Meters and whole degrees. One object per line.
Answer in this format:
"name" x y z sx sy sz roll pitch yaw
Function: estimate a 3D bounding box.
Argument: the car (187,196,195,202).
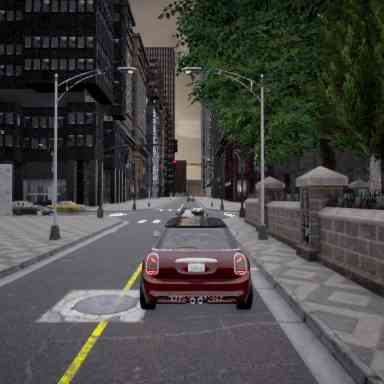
"car" -0.279 1.725 81.310 1.812 1.442 4.674 0 0 0

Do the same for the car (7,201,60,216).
"car" -14.741 1.517 30.046 4.403 1.369 2.008 0 -1 0

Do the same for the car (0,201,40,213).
"car" -20.245 1.707 38.581 4.403 1.369 2.008 0 -1 0

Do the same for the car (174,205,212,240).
"car" 0.035 1.541 18.138 1.812 1.442 4.674 0 0 0

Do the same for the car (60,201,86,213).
"car" -14.902 1.675 38.570 4.829 1.417 1.752 0 -1 0

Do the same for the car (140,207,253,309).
"car" 0.071 1.357 8.012 2.097 1.767 4.553 0 0 0
